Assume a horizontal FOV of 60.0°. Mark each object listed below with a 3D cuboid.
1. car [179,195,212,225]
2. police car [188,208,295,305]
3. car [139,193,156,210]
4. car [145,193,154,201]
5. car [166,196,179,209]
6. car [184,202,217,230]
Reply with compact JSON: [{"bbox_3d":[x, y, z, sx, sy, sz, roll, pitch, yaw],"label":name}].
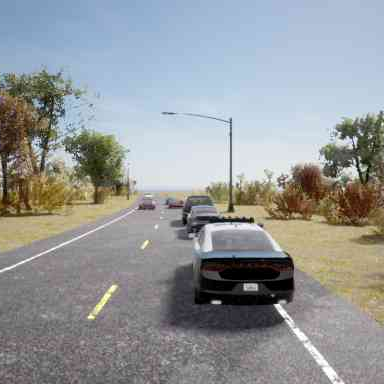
[{"bbox_3d":[0.367,1.212,24.273,2.150,2.045,5.566,0,0,-3],"label":"car"},{"bbox_3d":[0.953,1.424,8.275,1.930,1.638,5.238,0,0,-1],"label":"police car"},{"bbox_3d":[-5.576,1.334,42.003,2.097,1.767,4.553,0,0,-5],"label":"car"},{"bbox_3d":[-10.637,1.161,83.003,2.150,2.045,5.566,0,0,-8],"label":"car"},{"bbox_3d":[-2.205,1.543,45.527,1.994,1.385,4.181,0,0,-5],"label":"car"},{"bbox_3d":[0.651,1.500,18.215,1.837,1.490,4.892,0,0,-2],"label":"car"}]
